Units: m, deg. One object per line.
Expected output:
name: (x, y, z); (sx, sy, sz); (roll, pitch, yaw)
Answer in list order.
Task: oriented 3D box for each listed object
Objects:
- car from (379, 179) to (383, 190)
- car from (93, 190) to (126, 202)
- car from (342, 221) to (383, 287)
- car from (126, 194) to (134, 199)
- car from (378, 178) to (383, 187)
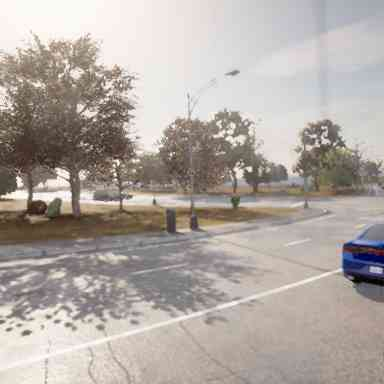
car: (36.446, -1.122, 61.967); (1.812, 1.442, 4.674); (-2, 2, 28)
car: (-12.893, 0.475, 50.546); (4.553, 1.767, 2.097); (2, 4, 31)
car: (5.724, 1.436, 8.544); (5.008, 1.535, 1.882); (-1, 1, -40)
car: (-11.728, 0.530, 53.941); (4.718, 1.301, 1.895); (2, 4, 31)
car: (44.085, -2.160, 76.402); (2.150, 2.045, 5.566); (-2, 2, 28)
